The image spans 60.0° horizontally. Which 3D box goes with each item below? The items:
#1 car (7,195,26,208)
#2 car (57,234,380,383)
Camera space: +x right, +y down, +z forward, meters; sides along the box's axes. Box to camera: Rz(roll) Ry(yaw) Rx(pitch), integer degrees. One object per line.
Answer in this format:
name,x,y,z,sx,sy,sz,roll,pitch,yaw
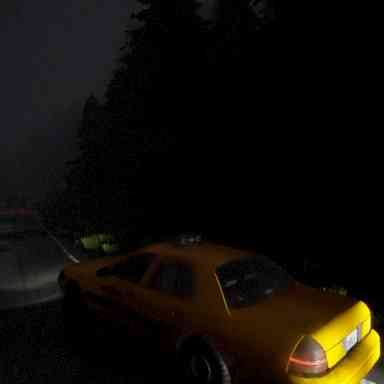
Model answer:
car,-21.080,1.059,40.099,2.128,1.511,4.902,-2,2,-26
car,-0.248,1.417,5.093,5.366,1.575,1.801,1,1,44
